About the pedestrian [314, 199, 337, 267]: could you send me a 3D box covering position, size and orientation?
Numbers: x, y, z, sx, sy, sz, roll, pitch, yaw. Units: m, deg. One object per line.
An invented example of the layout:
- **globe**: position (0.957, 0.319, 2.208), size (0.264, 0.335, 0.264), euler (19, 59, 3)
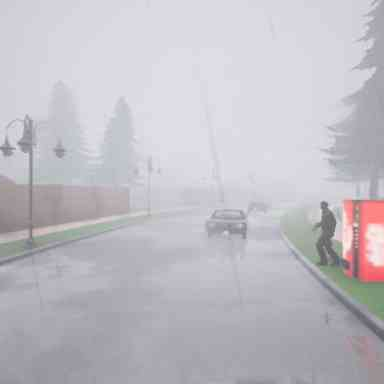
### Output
- **pedestrian**: position (3.648, 1.114, 9.107), size (0.375, 1.860, 0.375), euler (0, 0, 6)

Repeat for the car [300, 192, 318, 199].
- **car**: position (29.447, 0.900, 85.805), size (3.866, 1.878, 1.905), euler (0, 0, 44)

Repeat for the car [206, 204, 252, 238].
- **car**: position (1.955, 1.531, 17.182), size (1.895, 1.301, 4.718), euler (0, 0, 11)

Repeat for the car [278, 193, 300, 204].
- **car**: position (17.028, 1.323, 59.307), size (1.812, 1.442, 4.674), euler (0, 0, 37)

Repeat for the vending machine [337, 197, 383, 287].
- **vending machine**: position (4.337, 1.174, 8.287), size (1.100, 2.100, 0.880), euler (0, 0, 6)

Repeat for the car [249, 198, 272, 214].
- **car**: position (6.987, 1.378, 34.186), size (1.837, 1.490, 4.892), euler (0, 0, 21)
